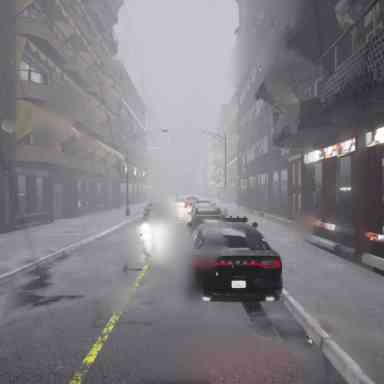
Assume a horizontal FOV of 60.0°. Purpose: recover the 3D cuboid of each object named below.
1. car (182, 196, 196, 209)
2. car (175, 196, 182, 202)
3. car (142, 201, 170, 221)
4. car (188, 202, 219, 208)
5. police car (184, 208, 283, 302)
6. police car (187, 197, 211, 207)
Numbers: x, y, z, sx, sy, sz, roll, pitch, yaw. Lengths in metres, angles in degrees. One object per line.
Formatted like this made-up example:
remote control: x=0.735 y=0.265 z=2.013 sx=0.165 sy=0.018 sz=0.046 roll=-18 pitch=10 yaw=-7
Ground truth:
car: x=0.033 y=1.383 z=47.137 sx=2.097 sy=1.767 sz=4.553 roll=0 pitch=0 yaw=0
car: x=-2.749 y=1.635 z=76.022 sx=1.994 sy=1.385 sz=4.181 roll=0 pitch=0 yaw=0
car: x=-2.851 y=1.502 z=27.053 sx=2.128 sy=1.511 sz=4.902 roll=0 pitch=0 yaw=0
car: x=0.825 y=1.511 z=18.343 sx=1.837 sy=1.490 sz=4.892 roll=0 pitch=0 yaw=0
police car: x=0.825 y=1.427 z=8.452 sx=1.930 sy=1.638 sz=5.238 roll=0 pitch=0 yaw=0
police car: x=0.825 y=1.434 z=24.453 sx=1.930 sy=1.638 sz=5.238 roll=0 pitch=0 yaw=0
